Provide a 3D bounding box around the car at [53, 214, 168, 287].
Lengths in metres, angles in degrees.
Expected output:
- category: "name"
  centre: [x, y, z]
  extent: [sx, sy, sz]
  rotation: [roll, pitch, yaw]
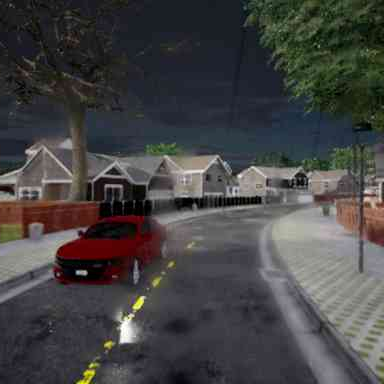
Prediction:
- category: "car"
  centre: [-2.014, 1.445, 9.572]
  extent: [1.882, 1.535, 5.008]
  rotation: [0, 0, 8]
